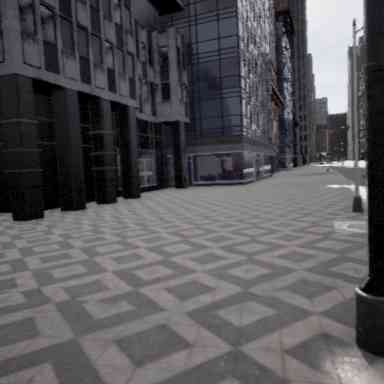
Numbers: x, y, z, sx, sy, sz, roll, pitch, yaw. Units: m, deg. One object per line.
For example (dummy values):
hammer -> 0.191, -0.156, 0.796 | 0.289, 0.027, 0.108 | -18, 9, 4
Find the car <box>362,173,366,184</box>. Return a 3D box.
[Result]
car -> 15.312, -1.210, 27.358 | 1.895, 1.301, 4.718 | -1, 5, 21
